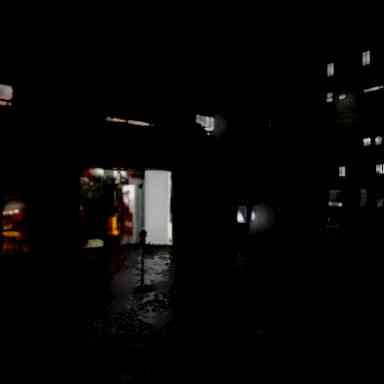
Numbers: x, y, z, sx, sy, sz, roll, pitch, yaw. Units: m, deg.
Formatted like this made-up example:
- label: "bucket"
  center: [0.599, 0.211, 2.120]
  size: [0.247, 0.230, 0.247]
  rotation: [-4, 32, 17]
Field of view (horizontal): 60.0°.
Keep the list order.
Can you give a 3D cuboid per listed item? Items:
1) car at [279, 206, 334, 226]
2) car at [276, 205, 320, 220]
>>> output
- label: "car"
  center: [9.629, 1.997, 27.834]
  size: [1.994, 1.385, 4.181]
  rotation: [1, -1, -35]
- label: "car"
  center: [11.143, 2.141, 35.099]
  size: [1.802, 1.307, 4.206]
  rotation: [0, -1, -35]
